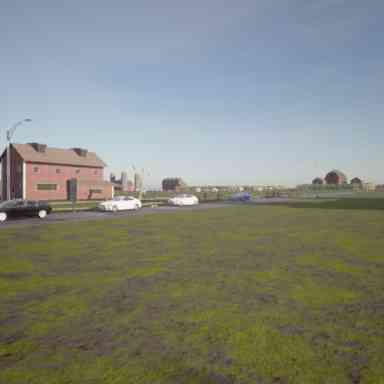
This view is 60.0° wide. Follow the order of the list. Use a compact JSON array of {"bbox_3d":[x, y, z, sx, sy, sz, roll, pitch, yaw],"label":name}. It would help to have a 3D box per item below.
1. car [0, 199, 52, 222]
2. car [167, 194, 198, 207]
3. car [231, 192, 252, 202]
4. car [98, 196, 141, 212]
[{"bbox_3d":[-12.913,1.283,24.676,1.837,1.490,4.892,1,1,36],"label":"car"},{"bbox_3d":[-1.058,1.007,41.041,1.812,1.442,4.674,1,1,36],"label":"car"},{"bbox_3d":[8.014,0.774,53.426,1.812,1.442,4.674,1,1,36],"label":"car"},{"bbox_3d":[-7.020,1.158,32.813,1.812,1.442,4.674,1,1,36],"label":"car"}]
